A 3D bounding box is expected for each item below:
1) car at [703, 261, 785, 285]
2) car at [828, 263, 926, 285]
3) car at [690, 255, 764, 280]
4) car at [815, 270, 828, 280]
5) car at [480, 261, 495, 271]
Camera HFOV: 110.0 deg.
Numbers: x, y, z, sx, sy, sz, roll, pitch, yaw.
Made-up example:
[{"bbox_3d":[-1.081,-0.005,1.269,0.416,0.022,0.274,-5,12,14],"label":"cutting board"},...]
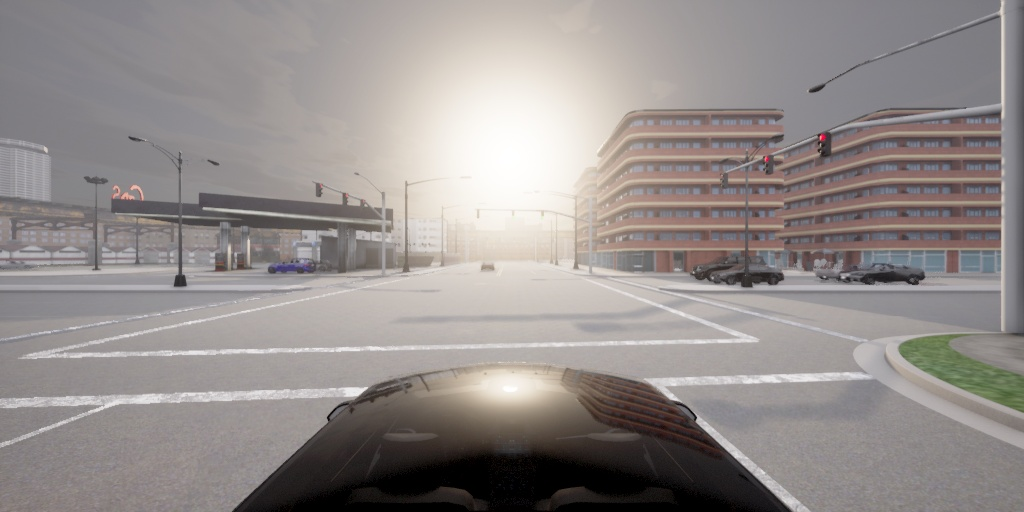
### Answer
[{"bbox_3d":[16.313,1.277,24.981,4.674,1.442,1.812,0,0,0],"label":"car"},{"bbox_3d":[25.567,1.241,24.924,4.902,1.511,2.128,0,0,1],"label":"car"},{"bbox_3d":[17.202,0.972,28.484,5.566,2.045,2.150,0,0,0],"label":"car"},{"bbox_3d":[27.026,1.351,28.439,4.718,1.301,1.895,0,0,0],"label":"car"},{"bbox_3d":[-3.303,1.370,49.252,1.895,1.301,4.718,0,0,-1],"label":"car"}]
